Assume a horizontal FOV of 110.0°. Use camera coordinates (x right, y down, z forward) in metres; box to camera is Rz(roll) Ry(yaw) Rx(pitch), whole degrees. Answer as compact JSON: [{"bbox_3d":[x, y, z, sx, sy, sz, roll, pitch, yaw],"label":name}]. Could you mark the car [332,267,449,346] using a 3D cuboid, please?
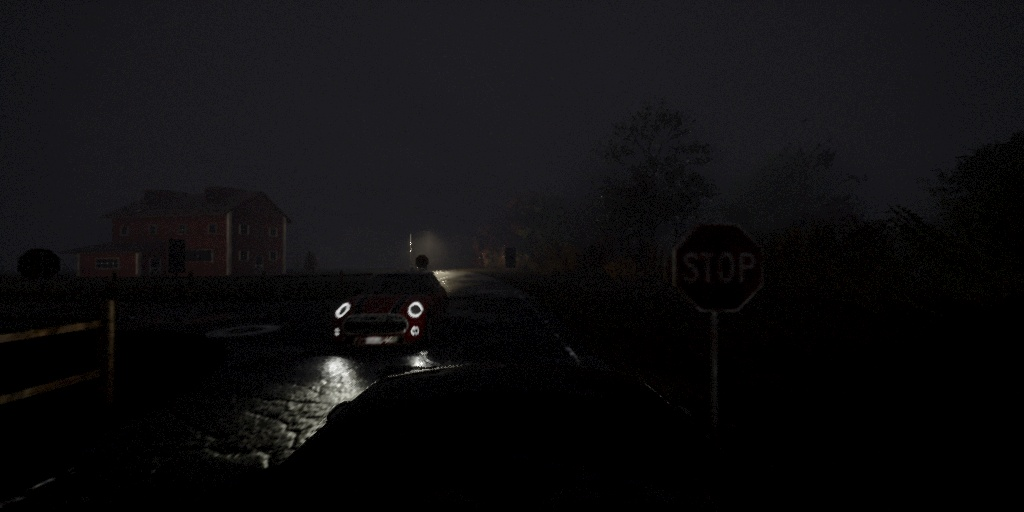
[{"bbox_3d":[-3.006,1.203,9.758,2.097,1.767,4.553,0,-1,-3],"label":"car"}]
